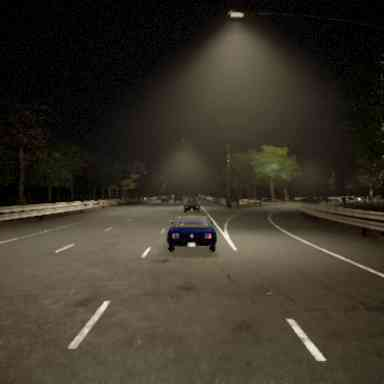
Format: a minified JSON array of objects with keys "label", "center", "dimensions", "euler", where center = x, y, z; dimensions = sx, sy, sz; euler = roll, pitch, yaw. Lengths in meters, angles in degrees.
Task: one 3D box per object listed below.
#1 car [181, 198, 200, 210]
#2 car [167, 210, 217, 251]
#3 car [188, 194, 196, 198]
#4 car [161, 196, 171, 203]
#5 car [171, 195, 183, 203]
[{"label":"car","center":[-0.011,1.818,41.534],"dimensions":[1.895,1.301,4.718],"euler":[0,0,0]},{"label":"car","center":[-0.006,1.678,14.545],"dimensions":[1.895,1.301,4.718],"euler":[0,0,0]},{"label":"car","center":[-0.022,1.755,70.702],"dimensions":[2.097,1.767,4.553],"euler":[0,0,0]},{"label":"car","center":[-7.027,2.059,87.109],"dimensions":[2.033,1.411,5.357],"euler":[0,0,0]},{"label":"car","center":[-3.527,1.745,87.141],"dimensions":[2.150,2.045,5.566],"euler":[0,0,0]}]
